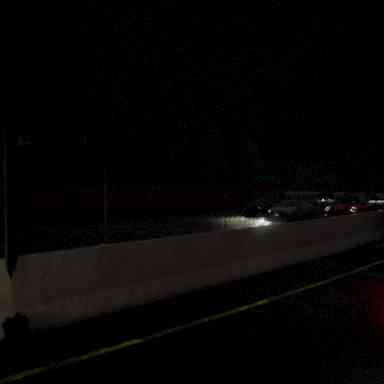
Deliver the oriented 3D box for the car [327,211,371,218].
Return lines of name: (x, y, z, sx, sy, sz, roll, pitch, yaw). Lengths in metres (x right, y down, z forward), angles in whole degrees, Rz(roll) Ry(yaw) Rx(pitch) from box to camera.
car: (10.604, 1.049, 22.409, 2.097, 1.767, 4.553, 0, 1, 42)
